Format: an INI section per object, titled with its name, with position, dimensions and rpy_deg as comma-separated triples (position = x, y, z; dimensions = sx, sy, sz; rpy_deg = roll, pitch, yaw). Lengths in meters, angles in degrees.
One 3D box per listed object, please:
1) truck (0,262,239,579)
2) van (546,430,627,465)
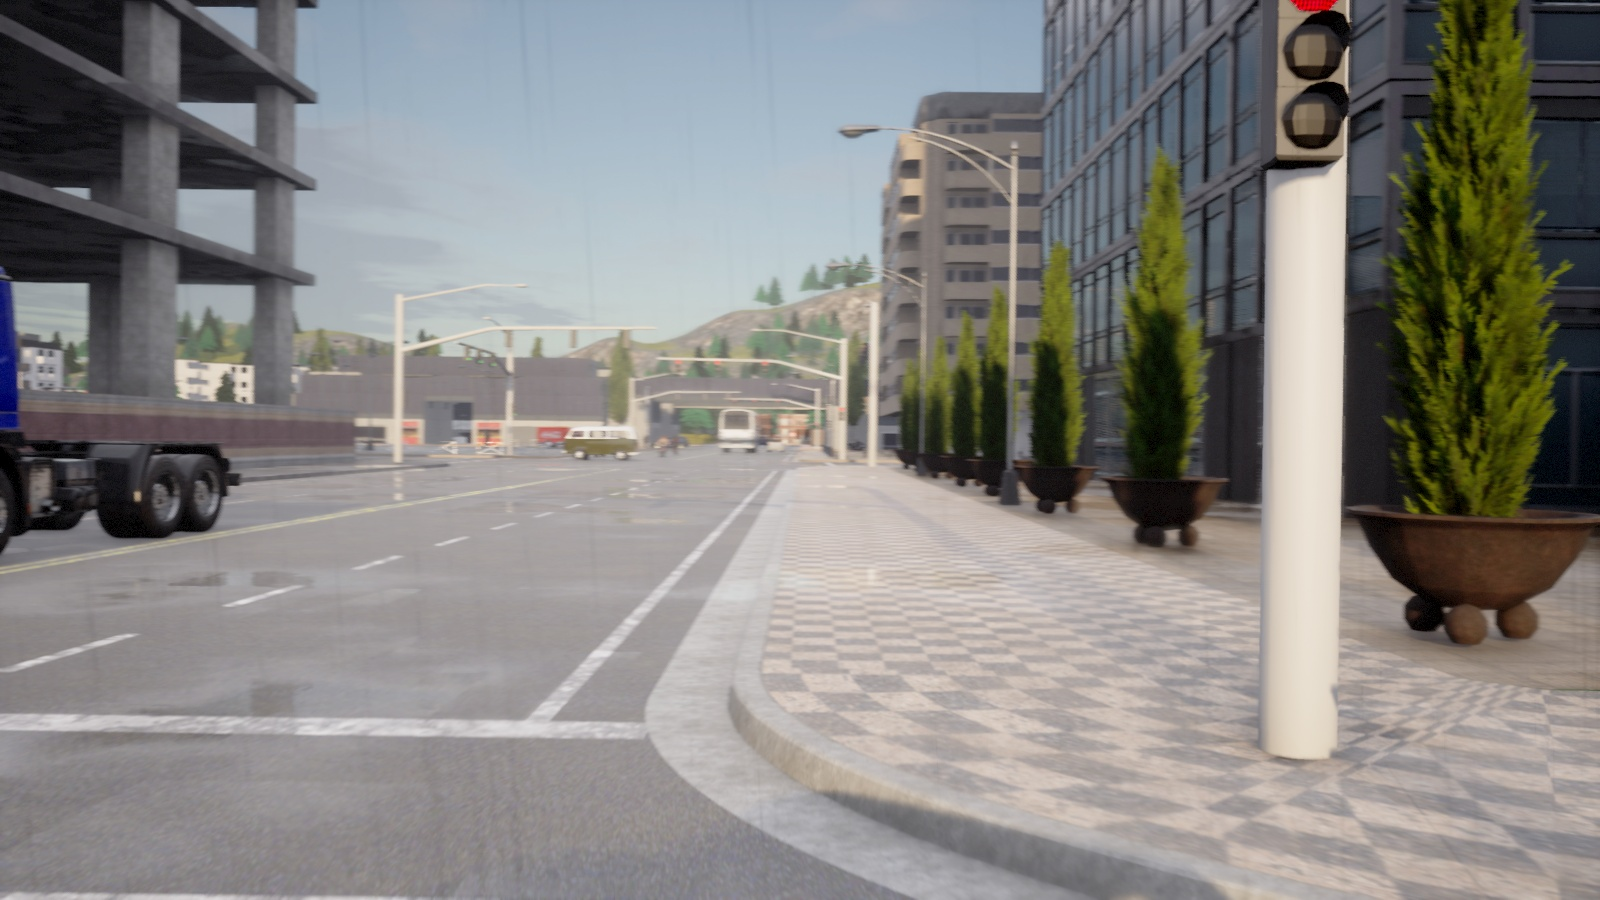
[truck]
position = -10.168, -0.333, 15.570
dimensions = 2.891, 3.462, 7.936
rpy_deg = 0, 1, 0
[van]
position = -12.656, -0.178, 74.612
dimensions = 4.480, 2.038, 2.069
rpy_deg = 0, 0, -1
